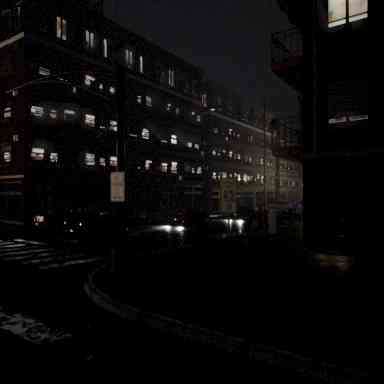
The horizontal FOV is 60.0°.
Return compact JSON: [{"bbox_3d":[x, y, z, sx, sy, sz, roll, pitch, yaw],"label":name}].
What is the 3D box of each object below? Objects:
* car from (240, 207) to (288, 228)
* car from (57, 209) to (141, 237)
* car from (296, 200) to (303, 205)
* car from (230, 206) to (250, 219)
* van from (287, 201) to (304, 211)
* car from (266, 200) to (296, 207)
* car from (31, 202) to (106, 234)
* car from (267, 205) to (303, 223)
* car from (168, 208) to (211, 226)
[{"bbox_3d":[5.712,2.048,26.167,1.802,1.307,4.206,-2,-2,35],"label":"car"},{"bbox_3d":[-5.417,1.885,20.308,1.895,1.301,4.718,0,-1,36],"label":"car"},{"bbox_3d":[16.477,2.107,46.005,2.150,2.045,5.566,0,-1,35],"label":"car"},{"bbox_3d":[5.537,2.196,35.955,1.994,1.385,4.181,0,-1,34],"label":"car"},{"bbox_3d":[18.377,2.464,58.855,1.690,1.788,3.998,-1,-2,35],"label":"van"},{"bbox_3d":[11.715,2.050,44.700,2.150,2.045,5.566,0,-1,35],"label":"car"},{"bbox_3d":[-7.679,1.604,21.591,2.192,1.841,5.009,-1,-2,35],"label":"car"},{"bbox_3d":[8.969,2.121,30.826,2.008,1.369,4.403,-2,-2,35],"label":"car"},{"bbox_3d":[-0.176,2.014,27.780,1.994,1.385,4.181,0,-1,34],"label":"car"}]
